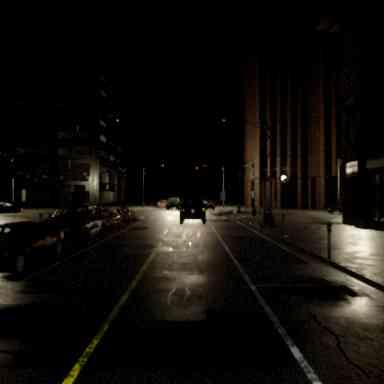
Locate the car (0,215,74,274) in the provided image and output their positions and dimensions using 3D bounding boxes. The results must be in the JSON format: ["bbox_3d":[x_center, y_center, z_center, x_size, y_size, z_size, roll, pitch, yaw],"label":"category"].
[{"bbox_3d":[-5.759,1.688,11.052,1.887,1.381,4.507,0,-1,0],"label":"car"}]

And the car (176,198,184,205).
[{"bbox_3d":[-2.993,2.446,83.819,2.097,1.767,4.553,0,-1,0],"label":"car"}]

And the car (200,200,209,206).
[{"bbox_3d":[2.771,2.568,77.080,1.947,1.339,4.313,0,-1,0],"label":"car"}]

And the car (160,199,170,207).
[{"bbox_3d":[-5.755,2.367,71.456,1.967,1.590,4.097,0,-1,0],"label":"car"}]

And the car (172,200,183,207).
[{"bbox_3d":[-2.994,2.450,69.184,1.994,1.385,4.181,0,-1,0],"label":"car"}]

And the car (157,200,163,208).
[{"bbox_3d":[-5.755,2.294,65.847,1.967,1.590,4.097,0,-1,0],"label":"car"}]

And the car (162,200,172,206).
[{"bbox_3d":[-5.754,2.552,77.064,2.008,1.369,4.403,0,-1,0],"label":"car"}]

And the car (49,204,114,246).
[{"bbox_3d":[-5.758,1.530,16.656,2.192,1.841,5.009,0,-1,0],"label":"car"}]

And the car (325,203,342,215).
[{"bbox_3d":[19.704,2.137,42.953,4.892,1.490,1.837,0,-1,0],"label":"car"}]

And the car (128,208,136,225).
[{"bbox_3d":[-5.758,1.882,27.686,1.752,1.417,4.829,0,-1,0],"label":"car"}]

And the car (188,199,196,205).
[{"bbox_3d":[0.007,2.622,84.904,2.128,1.511,4.902,0,-1,0],"label":"car"}]

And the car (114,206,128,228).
[{"bbox_3d":[-5.758,1.810,22.085,1.752,1.417,4.829,0,-1,0],"label":"car"}]

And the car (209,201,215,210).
[{"bbox_3d":[2.769,2.147,54.648,1.967,1.590,4.097,0,-1,0],"label":"car"}]

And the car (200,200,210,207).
[{"bbox_3d":[2.770,2.478,71.472,2.008,1.369,4.403,0,-1,0],"label":"car"}]

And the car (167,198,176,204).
[{"bbox_3d":[-5.753,2.543,93.894,2.192,1.841,5.009,0,-1,0],"label":"car"}]

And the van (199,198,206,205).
[{"bbox_3d":[2.772,2.494,88.300,1.690,1.788,3.998,0,-1,0],"label":"van"}]

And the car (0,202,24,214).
[{"bbox_3d":[-22.606,1.930,39.501,4.902,1.511,2.128,0,-1,0],"label":"car"}]

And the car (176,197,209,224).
[{"bbox_3d":[0.082,1.584,28.155,2.150,2.045,5.566,0,-1,0],"label":"car"}]

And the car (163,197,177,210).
[{"bbox_3d":[-3.067,1.941,55.679,2.150,2.045,5.566,0,-1,0],"label":"car"}]

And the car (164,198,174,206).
[{"bbox_3d":[-5.754,2.392,82.676,2.192,1.841,5.009,0,-1,0],"label":"car"}]
